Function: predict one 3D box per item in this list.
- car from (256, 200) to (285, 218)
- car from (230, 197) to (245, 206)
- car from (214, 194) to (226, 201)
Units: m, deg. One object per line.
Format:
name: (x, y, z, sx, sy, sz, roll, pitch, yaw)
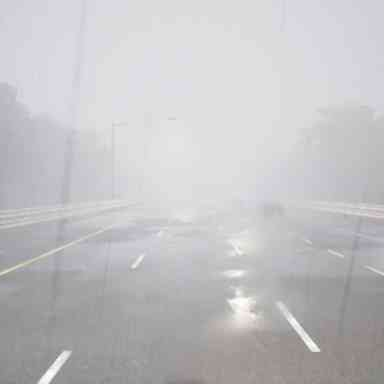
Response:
car: (7.051, 1.506, 30.236, 1.837, 1.490, 4.892, 0, 0, 0)
car: (7.154, 1.543, 52.963, 2.033, 1.411, 5.357, 0, 0, 0)
car: (7.371, 1.319, 83.061, 2.097, 1.767, 4.553, 0, 0, 0)
